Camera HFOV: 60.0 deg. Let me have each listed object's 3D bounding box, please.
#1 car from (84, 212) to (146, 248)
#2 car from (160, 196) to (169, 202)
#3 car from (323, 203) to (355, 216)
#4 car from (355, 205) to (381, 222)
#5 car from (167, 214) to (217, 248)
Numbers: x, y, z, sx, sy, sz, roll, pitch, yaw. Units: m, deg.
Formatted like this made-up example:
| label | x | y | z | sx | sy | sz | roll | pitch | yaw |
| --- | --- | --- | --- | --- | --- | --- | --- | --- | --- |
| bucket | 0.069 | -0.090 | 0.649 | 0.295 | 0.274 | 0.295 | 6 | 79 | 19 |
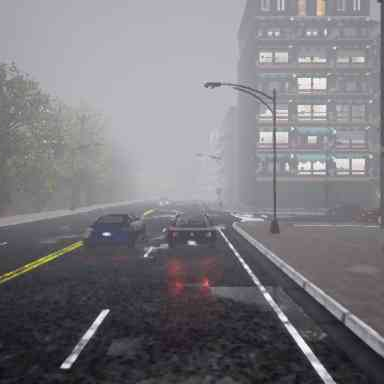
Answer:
| label | x | y | z | sx | sy | sz | roll | pitch | yaw |
| --- | --- | --- | --- | --- | --- | --- | --- | --- | --- |
| car | -3.250 | 1.572 | 14.650 | 1.994 | 1.385 | 4.181 | 0 | 0 | 0 |
| car | -6.499 | 1.615 | 78.653 | 1.895 | 1.301 | 4.718 | 0 | 0 | 0 |
| car | 16.299 | 1.865 | 35.729 | 4.206 | 1.307 | 1.802 | 1 | -1 | 0 |
| car | 16.349 | 1.827 | 27.383 | 4.507 | 1.381 | 1.887 | 1 | -1 | 0 |
| car | 0.001 | 1.616 | 14.680 | 1.895 | 1.301 | 4.718 | 0 | 0 | 0 |
